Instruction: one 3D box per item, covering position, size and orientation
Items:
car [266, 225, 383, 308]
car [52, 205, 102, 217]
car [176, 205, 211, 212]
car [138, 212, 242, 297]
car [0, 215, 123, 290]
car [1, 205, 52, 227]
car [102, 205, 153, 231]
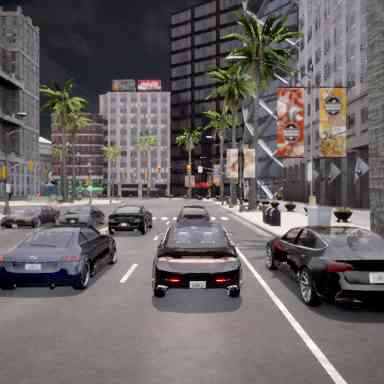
[{"bbox_3d":[3.192,1.513,8.023,2.161,1.482,4.786,0,0,-1],"label":"car"},{"bbox_3d":[-7.013,1.565,21.458,1.994,1.385,4.181,0,0,0],"label":"car"},{"bbox_3d":[0.101,1.505,18.799,1.837,1.490,4.892,0,0,0],"label":"car"},{"bbox_3d":[0.101,1.492,8.544,2.128,1.511,4.902,0,0,0],"label":"car"},{"bbox_3d":[-3.397,1.564,9.101,1.994,1.385,4.181,0,0,0],"label":"car"},{"bbox_3d":[-10.501,1.613,22.332,2.033,1.411,5.357,0,0,0],"label":"car"},{"bbox_3d":[-3.400,1.478,19.070,1.882,1.535,5.008,0,0,0],"label":"car"}]
